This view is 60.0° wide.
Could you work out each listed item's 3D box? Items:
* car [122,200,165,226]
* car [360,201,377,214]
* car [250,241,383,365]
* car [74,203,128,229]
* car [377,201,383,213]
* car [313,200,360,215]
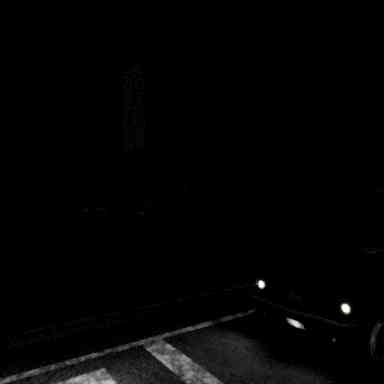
[{"bbox_3d":[-3.778,1.420,23.884,2.185,1.767,4.553,1,0,-36],"label":"car"},{"bbox_3d":[18.768,1.810,39.819,2.231,1.521,4.892,1,0,-35],"label":"car"},{"bbox_3d":[3.296,1.630,6.035,4.718,1.301,1.895,2,-2,-35],"label":"car"},{"bbox_3d":[-6.324,1.557,21.991,2.002,1.452,4.674,1,0,-36],"label":"car"},{"bbox_3d":[21.432,1.840,41.721,2.097,1.535,5.008,1,0,-35],"label":"car"},{"bbox_3d":[16.094,1.818,37.927,2.002,1.452,4.674,1,0,-35],"label":"car"}]
